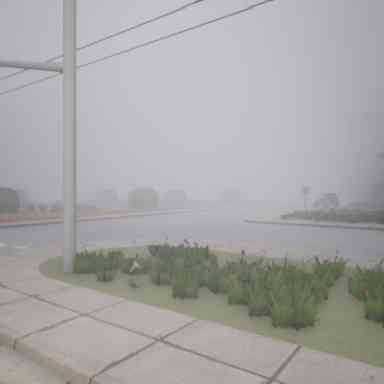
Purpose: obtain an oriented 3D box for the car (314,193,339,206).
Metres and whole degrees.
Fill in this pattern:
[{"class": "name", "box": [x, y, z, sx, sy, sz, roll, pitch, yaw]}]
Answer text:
[{"class": "car", "box": [17.620, 1.105, 43.643, 1.905, 1.878, 3.866, -6, -1, -8]}]
